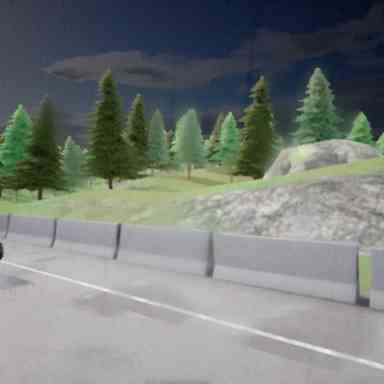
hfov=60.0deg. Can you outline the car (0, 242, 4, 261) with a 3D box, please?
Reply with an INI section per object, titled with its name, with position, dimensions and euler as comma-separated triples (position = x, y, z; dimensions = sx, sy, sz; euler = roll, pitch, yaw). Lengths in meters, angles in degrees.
[car]
position = -7.186, 1.475, 9.105
dimensions = 4.718, 1.301, 1.895
euler = 1, 0, 36
